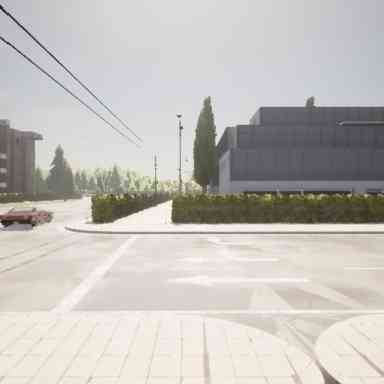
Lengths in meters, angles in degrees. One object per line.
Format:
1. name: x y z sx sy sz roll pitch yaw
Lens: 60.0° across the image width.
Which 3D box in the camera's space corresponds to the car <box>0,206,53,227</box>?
1. car: -11.019 1.601 22.594 1.895 1.301 4.718 0 0 -7
